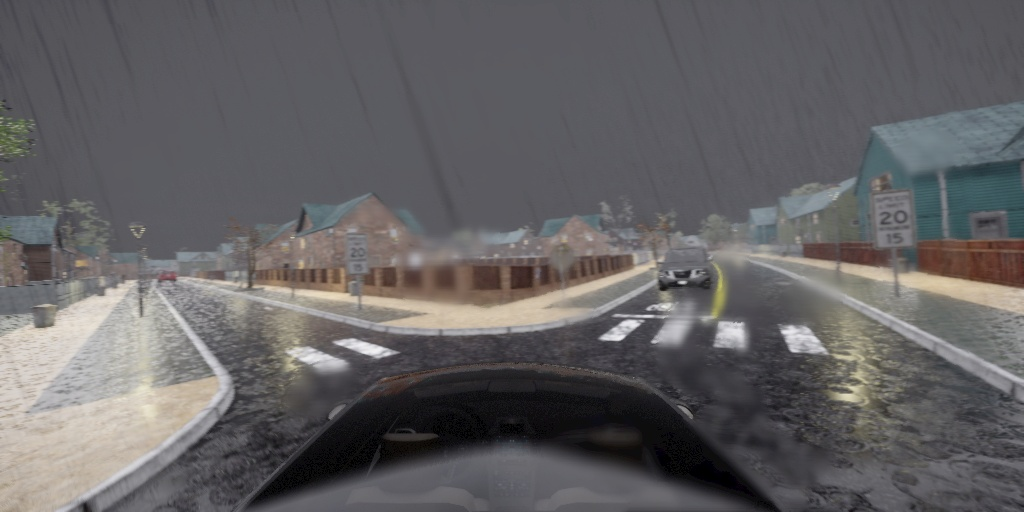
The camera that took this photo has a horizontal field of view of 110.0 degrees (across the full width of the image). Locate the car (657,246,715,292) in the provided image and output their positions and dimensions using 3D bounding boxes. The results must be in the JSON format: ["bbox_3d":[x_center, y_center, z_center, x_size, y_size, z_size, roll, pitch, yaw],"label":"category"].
[{"bbox_3d":[8.538,0.596,17.504,2.150,2.045,5.566,-4,1,30],"label":"car"}]
